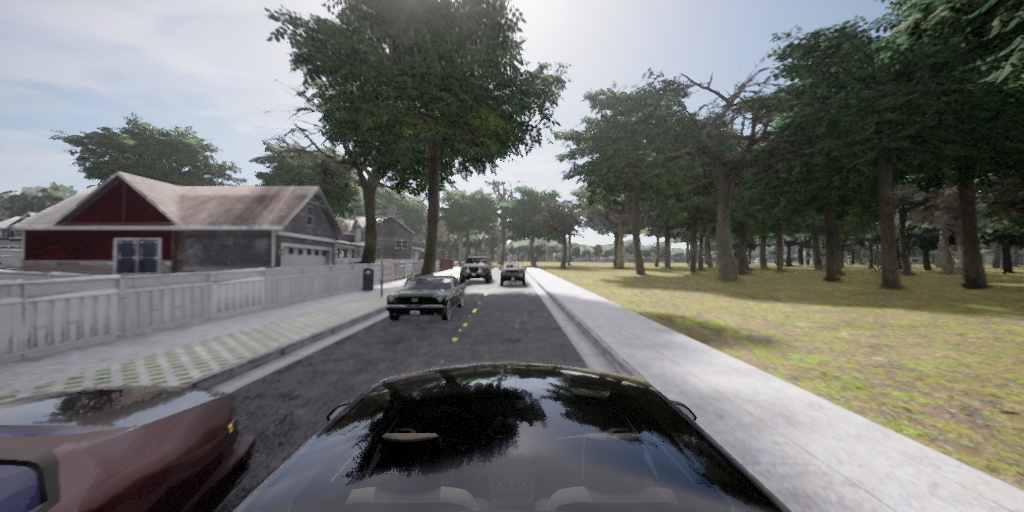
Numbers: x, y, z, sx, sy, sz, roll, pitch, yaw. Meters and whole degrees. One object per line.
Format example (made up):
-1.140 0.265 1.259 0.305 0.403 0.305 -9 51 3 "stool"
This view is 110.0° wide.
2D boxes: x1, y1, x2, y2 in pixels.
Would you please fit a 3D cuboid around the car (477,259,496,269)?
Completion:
-4.358 1.300 60.823 1.882 1.535 5.008 1 0 -20 "car"

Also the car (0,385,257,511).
-2.851 1.298 0.298 2.033 1.411 5.357 0 0 0 "car"

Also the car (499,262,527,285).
0.067 1.284 26.692 1.837 1.490 4.892 0 0 0 "car"

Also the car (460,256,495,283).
-2.753 1.005 28.701 2.150 2.045 5.566 0 0 0 "car"

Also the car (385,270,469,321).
-2.843 1.360 12.716 1.895 1.301 4.718 0 0 0 "car"
